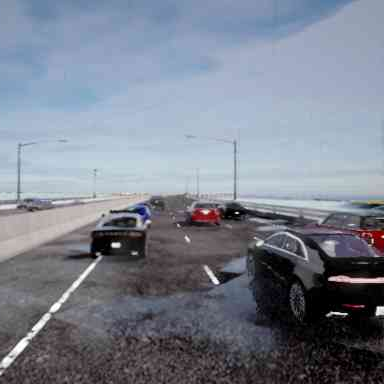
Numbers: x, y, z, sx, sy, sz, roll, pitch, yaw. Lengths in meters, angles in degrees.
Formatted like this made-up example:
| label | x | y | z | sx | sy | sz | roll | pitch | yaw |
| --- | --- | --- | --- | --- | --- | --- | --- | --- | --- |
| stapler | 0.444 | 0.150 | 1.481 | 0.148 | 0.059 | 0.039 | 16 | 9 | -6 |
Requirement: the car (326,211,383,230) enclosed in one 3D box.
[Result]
| label | x | y | z | sx | sy | sz | roll | pitch | yaw |
| --- | --- | --- | --- | --- | --- | --- | --- | --- | --- |
| car | 5.659 | 1.453 | 11.789 | 2.097 | 1.767 | 4.553 | 0 | 0 | -6 |

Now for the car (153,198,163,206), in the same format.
| label | x | y | z | sx | sy | sz | roll | pitch | yaw |
| --- | --- | --- | --- | --- | --- | --- | --- | --- | --- |
| car | -6.480 | 1.896 | 64.241 | 1.812 | 1.442 | 4.674 | 0 | 0 | -5 |

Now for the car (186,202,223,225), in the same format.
| label | x | y | z | sx | sy | sz | roll | pitch | yaw |
| --- | --- | --- | --- | --- | --- | --- | --- | --- | --- |
| car | 0.741 | 1.521 | 25.447 | 2.097 | 1.767 | 4.553 | 0 | 0 | -6 |

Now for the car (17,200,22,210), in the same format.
| label | x | y | z | sx | sy | sz | roll | pitch | yaw |
| --- | --- | --- | --- | --- | --- | --- | --- | --- | --- |
| car | -22.545 | 1.559 | 46.329 | 2.097 | 1.767 | 4.553 | 0 | 0 | -5 |

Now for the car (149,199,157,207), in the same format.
| label | x | y | z | sx | sy | sz | roll | pitch | yaw |
| --- | --- | --- | --- | --- | --- | --- | --- | --- | --- |
| car | -4.283 | 1.649 | 28.926 | 1.882 | 1.535 | 5.008 | 0 | 0 | -6 |

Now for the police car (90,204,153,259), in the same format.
| label | x | y | z | sx | sy | sz | roll | pitch | yaw |
| --- | --- | --- | --- | --- | --- | --- | --- | --- | --- |
| police car | -2.684 | 1.503 | 13.142 | 1.930 | 1.638 | 5.238 | 0 | 0 | -6 |

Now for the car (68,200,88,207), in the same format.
| label | x | y | z | sx | sy | sz | roll | pitch | yaw |
| --- | --- | --- | --- | --- | --- | --- | --- | --- | --- |
| car | -15.405 | 1.790 | 45.096 | 1.994 | 1.385 | 4.181 | 0 | 0 | -5 |

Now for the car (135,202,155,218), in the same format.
| label | x | y | z | sx | sy | sz | roll | pitch | yaw |
| --- | --- | --- | --- | --- | --- | --- | --- | --- | --- |
| car | -3.690 | 1.663 | 22.965 | 1.812 | 1.442 | 4.674 | 0 | 0 | -6 |

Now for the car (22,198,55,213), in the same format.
| label | x | y | z | sx | sy | sz | roll | pitch | yaw |
| --- | --- | --- | --- | --- | --- | --- | --- | --- | --- |
| car | -18.549 | 1.738 | 41.028 | 2.033 | 1.411 | 5.357 | 0 | 0 | -5 |

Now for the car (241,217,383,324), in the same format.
| label | x | y | z | sx | sy | sz | roll | pitch | yaw |
| --- | --- | --- | --- | --- | --- | --- | --- | --- | --- |
| car | 2.610 | 1.552 | 7.328 | 2.128 | 1.511 | 4.902 | 0 | 0 | -6 |

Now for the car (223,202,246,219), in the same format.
| label | x | y | z | sx | sy | sz | roll | pitch | yaw |
| --- | --- | --- | --- | --- | --- | --- | --- | --- | --- |
| car | 3.662 | 1.694 | 31.462 | 1.882 | 1.535 | 5.008 | 0 | 0 | -6 |

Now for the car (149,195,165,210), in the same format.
| label | x | y | z | sx | sy | sz | roll | pitch | yaw |
| --- | --- | --- | --- | --- | --- | --- | --- | --- | --- |
| car | -5.022 | 1.502 | 47.732 | 2.150 | 2.045 | 5.566 | 0 | 0 | -5 |
